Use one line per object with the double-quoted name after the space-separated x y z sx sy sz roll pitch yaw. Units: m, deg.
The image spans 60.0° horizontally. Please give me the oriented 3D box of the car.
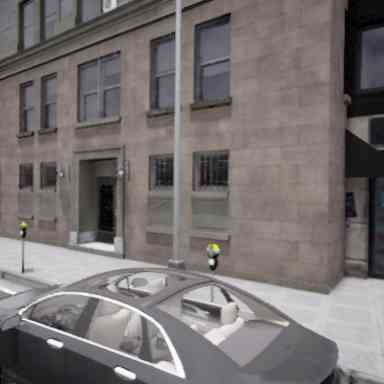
-0.740 1.528 3.593 4.403 1.369 2.008 1 1 35 "car"
